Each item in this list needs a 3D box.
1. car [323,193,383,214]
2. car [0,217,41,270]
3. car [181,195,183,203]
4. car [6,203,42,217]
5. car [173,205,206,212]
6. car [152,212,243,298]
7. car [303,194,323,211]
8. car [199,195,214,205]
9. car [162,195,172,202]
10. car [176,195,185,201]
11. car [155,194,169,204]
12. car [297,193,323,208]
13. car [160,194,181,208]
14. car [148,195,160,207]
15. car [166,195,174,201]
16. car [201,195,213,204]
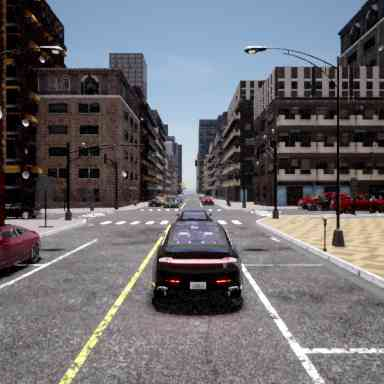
[{"bbox_3d":[14.724,1.029,29.217,5.009,1.841,2.192,-1,1,0],"label":"car"},{"bbox_3d":[-5.732,1.582,9.277,1.802,1.307,4.206,0,0,0],"label":"car"},{"bbox_3d":[-3.019,1.620,58.181,1.895,1.301,4.718,0,0,0],"label":"car"},{"bbox_3d":[-16.849,1.796,31.576,4.892,1.490,1.837,-1,0,0],"label":"car"},{"bbox_3d":[0.116,1.565,17.099,1.994,1.385,4.181,0,0,0],"label":"car"},{"bbox_3d":[0.111,1.491,8.484,2.128,1.511,4.902,0,0,0],"label":"car"},{"bbox_3d":[14.603,1.230,35.024,4.674,1.442,1.812,-1,0,0],"label":"car"},{"bbox_3d":[2.748,1.458,56.976,1.967,1.590,4.097,0,0,0],"label":"car"},{"bbox_3d":[-5.613,1.471,74.031,1.967,1.590,4.097,0,0,0],"label":"car"},{"bbox_3d":[-2.912,1.394,83.279,2.033,1.411,5.357,0,0,0],"label":"car"},{"bbox_3d":[-5.626,1.337,62.666,2.192,1.841,5.009,0,0,0],"label":"car"},{"bbox_3d":[14.598,1.015,37.595,5.009,1.841,2.192,-1,1,0],"label":"car"},{"bbox_3d":[-3.015,1.365,48.248,2.097,1.767,4.553,0,0,0],"label":"car"},{"bbox_3d":[-5.637,1.581,51.301,1.947,1.339,4.313,0,0,0],"label":"car"},{"bbox_3d":[-5.601,1.481,85.396,1.967,1.590,4.097,0,0,0],"label":"car"},{"bbox_3d":[2.755,1.462,62.659,1.967,1.590,4.097,0,0,0],"label":"car"}]
